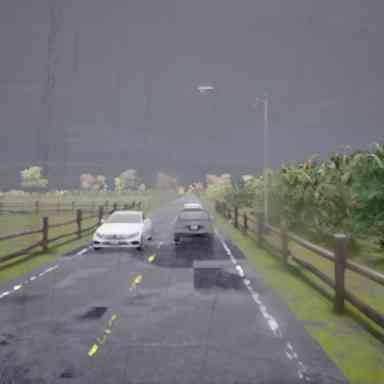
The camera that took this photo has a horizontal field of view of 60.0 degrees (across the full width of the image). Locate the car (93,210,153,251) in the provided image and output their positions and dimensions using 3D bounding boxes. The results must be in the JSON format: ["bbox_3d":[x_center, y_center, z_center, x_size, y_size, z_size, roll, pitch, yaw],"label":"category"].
[{"bbox_3d":[-2.750,1.526,14.179,1.812,1.442,4.674,0,0,0],"label":"car"}]

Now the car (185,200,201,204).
[{"bbox_3d":[0.110,1.605,38.676,1.895,1.301,4.718,0,0,0],"label":"car"}]

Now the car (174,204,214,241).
[{"bbox_3d":[0.097,1.548,16.547,2.033,1.411,5.357,0,0,0],"label":"car"}]
